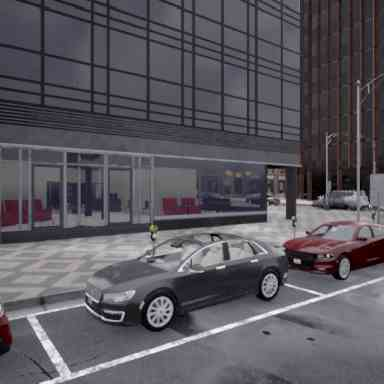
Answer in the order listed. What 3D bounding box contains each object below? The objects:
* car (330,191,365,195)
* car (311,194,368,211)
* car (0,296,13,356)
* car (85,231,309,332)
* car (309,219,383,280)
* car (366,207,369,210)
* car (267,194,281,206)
[{"bbox_3d":[16.559,0.842,37.074,2.150,2.045,5.566,0,1,-36],"label":"car"},{"bbox_3d":[14.916,1.203,33.781,2.033,1.411,5.357,0,1,-41],"label":"car"},{"bbox_3d":[-4.335,1.440,3.558,4.097,1.590,1.967,0,0,-36],"label":"car"},{"bbox_3d":[0.106,1.551,6.729,4.403,1.369,2.008,0,0,-36],"label":"car"},{"bbox_3d":[4.547,1.545,9.901,4.507,1.381,1.887,0,0,-36],"label":"car"},{"bbox_3d":[8.988,1.441,13.072,4.097,1.590,1.967,0,0,-36],"label":"car"},{"bbox_3d":[8.985,0.961,42.144,1.837,1.490,4.892,0,1,-36],"label":"car"}]
